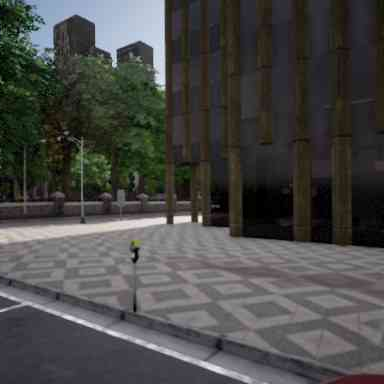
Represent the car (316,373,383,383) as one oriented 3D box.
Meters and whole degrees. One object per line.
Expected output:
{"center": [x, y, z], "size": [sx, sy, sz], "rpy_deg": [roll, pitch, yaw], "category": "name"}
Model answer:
{"center": [2.425, 1.569, 1.236], "size": [4.206, 1.307, 1.802], "rpy_deg": [-1, 0, 35], "category": "car"}
